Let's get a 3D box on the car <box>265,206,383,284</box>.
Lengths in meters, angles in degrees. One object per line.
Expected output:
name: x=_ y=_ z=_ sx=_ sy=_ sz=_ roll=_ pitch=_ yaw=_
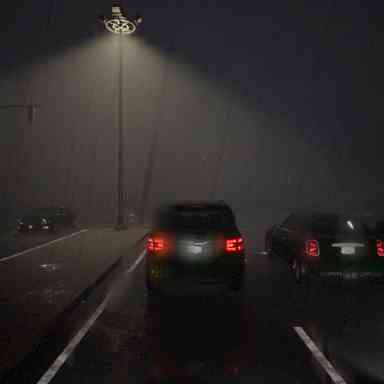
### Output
car: x=3.571 y=1.352 z=9.723 sx=2.097 sy=1.767 sz=4.553 roll=0 pitch=0 yaw=0

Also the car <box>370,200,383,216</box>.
car: x=20.725 y=1.547 z=32.627 sx=5.357 sy=1.411 sz=2.033 roll=0 pitch=0 yaw=1

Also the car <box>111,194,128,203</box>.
car: x=-15.054 y=1.601 z=67.774 sx=1.895 sy=1.301 sz=4.718 roll=0 pitch=0 yaw=0

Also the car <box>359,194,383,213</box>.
car: x=21.514 y=1.222 z=36.117 sx=5.566 sy=2.045 sz=2.150 roll=0 pitch=0 yaw=1

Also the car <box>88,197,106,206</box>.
car: x=-15.132 y=1.564 z=53.327 sx=1.994 sy=1.385 sz=4.181 roll=0 pitch=0 yaw=0

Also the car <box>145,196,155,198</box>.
car: x=-8.107 y=1.493 z=63.324 sx=2.128 sy=1.511 sz=4.902 roll=0 pitch=0 yaw=0

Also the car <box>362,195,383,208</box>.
car: x=7.071 y=1.221 z=8.849 sx=2.150 sy=2.045 sz=5.566 roll=0 pitch=0 yaw=0

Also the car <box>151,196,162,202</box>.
car: x=-8.060 y=1.540 z=75.475 sx=2.033 sy=1.411 sz=5.357 roll=0 pitch=0 yaw=0

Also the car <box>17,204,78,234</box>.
car: x=-8.116 y=1.505 z=19.144 sx=1.837 sy=1.490 sz=4.892 roll=0 pitch=0 yaw=0

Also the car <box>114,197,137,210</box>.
car: x=-8.133 y=1.601 z=42.600 sx=1.895 sy=1.301 sz=4.718 roll=0 pitch=0 yaw=0

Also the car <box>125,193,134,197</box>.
car: x=-15.061 y=1.225 z=78.711 sx=2.150 sy=2.045 sz=5.566 roll=0 pitch=0 yaw=0

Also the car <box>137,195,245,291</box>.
car: x=0.072 y=1.221 z=9.156 sx=2.150 sy=2.045 sz=5.566 roll=0 pitch=0 yaw=0

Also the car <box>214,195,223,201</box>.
car: x=7.005 y=1.553 z=87.658 sx=1.994 sy=1.385 sz=4.181 roll=0 pitch=0 yaw=1
